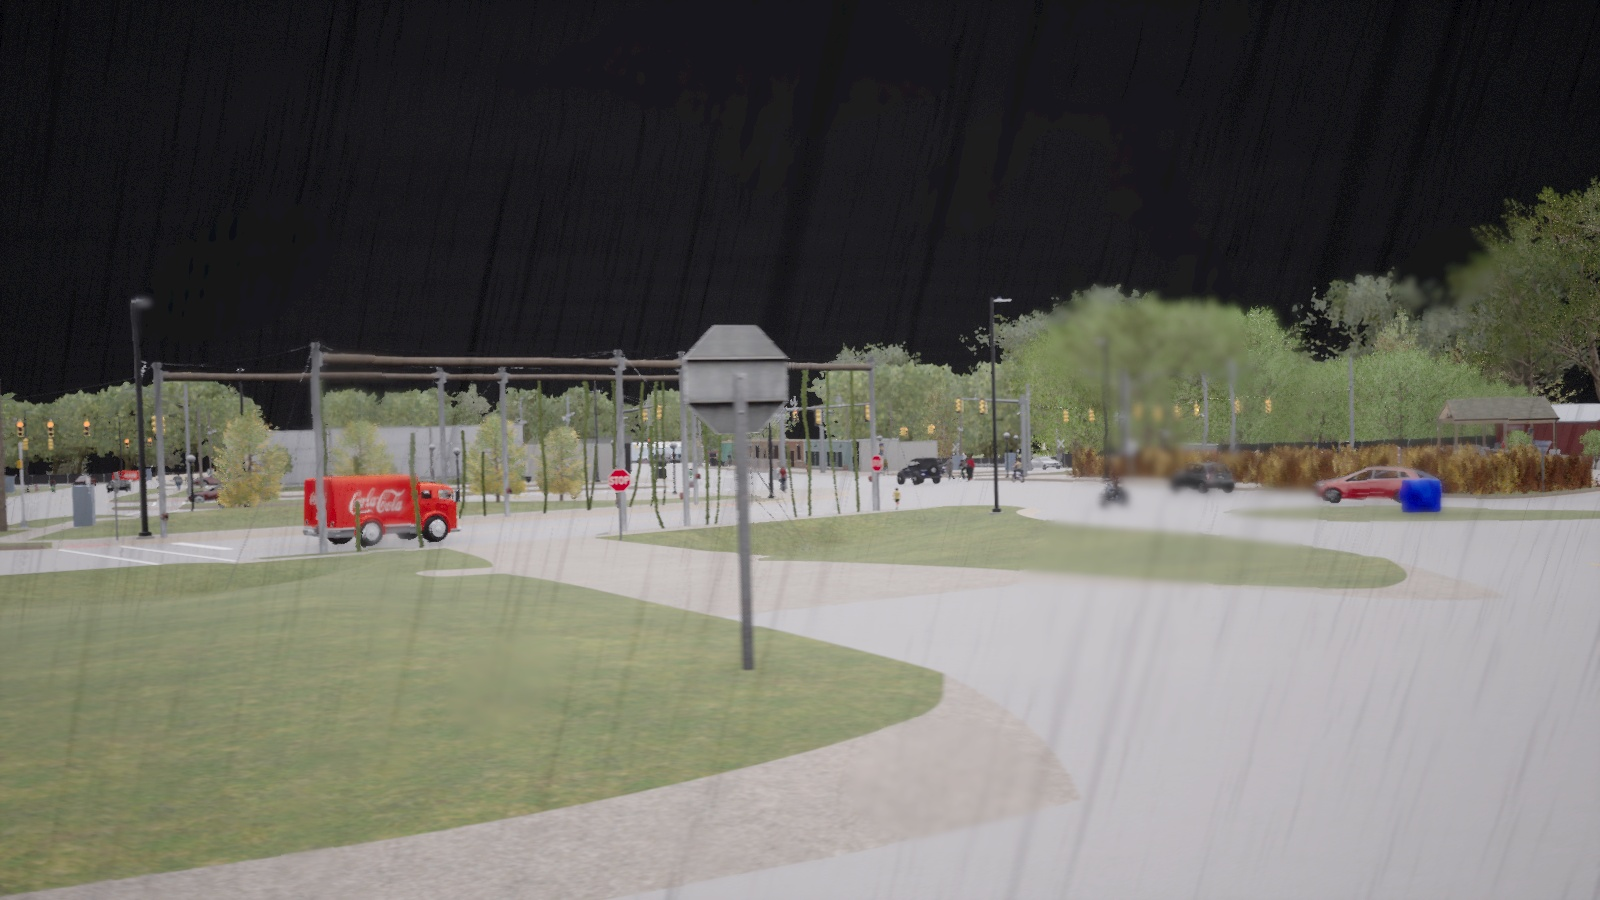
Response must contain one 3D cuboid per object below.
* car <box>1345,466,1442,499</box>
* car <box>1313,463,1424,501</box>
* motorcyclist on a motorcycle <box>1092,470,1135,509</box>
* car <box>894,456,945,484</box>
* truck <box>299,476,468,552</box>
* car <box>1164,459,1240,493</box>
[{"bbox_3d":[28.605,1.554,60.613,4.193,1.474,1.816,0,1,25],"label":"car"},{"bbox_3d":[26.122,1.441,57.840,4.611,1.667,2.242,0,1,23],"label":"car"},{"bbox_3d":[14.201,1.787,56.930,2.350,1.649,0.766,-2,1,-45],"label":"motorcyclist on a motorcycle"},{"bbox_3d":[8.444,1.438,88.967,1.905,1.878,3.866,-3,0,-24],"label":"car"},{"bbox_3d":[-15.088,2.245,45.715,2.627,2.467,5.204,0,0,42],"label":"truck"},{"bbox_3d":[21.443,1.382,67.136,1.851,1.617,3.988,-2,1,-18],"label":"car"}]
